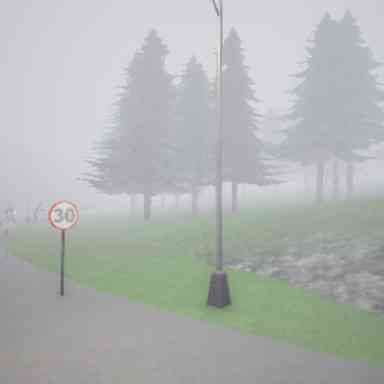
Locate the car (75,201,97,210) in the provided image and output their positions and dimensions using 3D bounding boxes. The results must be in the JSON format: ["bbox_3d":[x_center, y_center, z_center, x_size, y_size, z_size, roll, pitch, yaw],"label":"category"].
[{"bbox_3d":[-19.649,2.423,61.791,2.097,1.767,4.553,0,0,21],"label":"car"}]

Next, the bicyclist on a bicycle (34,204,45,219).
[{"bbox_3d":[-16.934,2.218,36.974,1.656,1.620,0.582,-3,-2,22],"label":"bicyclist on a bicycle"}]

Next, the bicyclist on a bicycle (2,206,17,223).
[{"bbox_3d":[-17.070,2.103,31.139,0.582,1.620,1.656,0,-2,17],"label":"bicyclist on a bicycle"}]

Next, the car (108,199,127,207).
[{"bbox_3d":[-15.957,2.346,71.277,2.097,1.767,4.553,0,1,22],"label":"car"}]
